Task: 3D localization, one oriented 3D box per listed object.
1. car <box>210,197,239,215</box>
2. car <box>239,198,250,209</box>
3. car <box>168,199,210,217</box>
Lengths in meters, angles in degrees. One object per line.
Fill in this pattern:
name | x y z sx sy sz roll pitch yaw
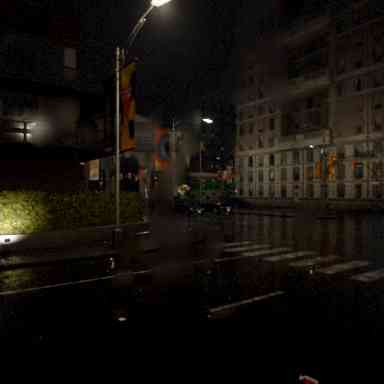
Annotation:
car | 2.136 1.483 34.210 2.128 1.511 4.902 0 0 -35
car | 5.449 1.465 43.719 1.882 1.535 5.008 0 0 -35
car | -0.655 1.518 32.093 1.812 1.442 4.674 0 0 -35
